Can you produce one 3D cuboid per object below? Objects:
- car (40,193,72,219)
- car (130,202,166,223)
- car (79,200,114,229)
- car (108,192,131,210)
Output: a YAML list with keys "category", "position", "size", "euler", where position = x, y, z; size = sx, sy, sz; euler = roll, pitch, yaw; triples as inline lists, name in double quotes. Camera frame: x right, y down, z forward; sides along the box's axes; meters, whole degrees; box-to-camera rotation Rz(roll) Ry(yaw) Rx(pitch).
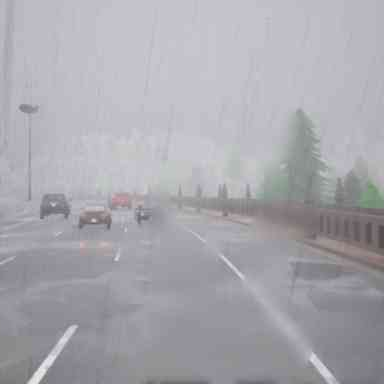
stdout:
- category: "car"
  position: [-11.729, 1.143, 28.769]
  size: [2.150, 2.045, 5.566]
  euler: [0, 0, -18]
- category: "car"
  position: [-3.215, 1.501, 24.391]
  size: [1.895, 1.301, 4.718]
  euler: [0, 0, -14]
- category: "car"
  position: [-6.088, 1.449, 21.191]
  size: [1.812, 1.442, 4.674]
  euler: [0, 0, -13]
- category: "car"
  position: [-9.040, 1.087, 41.328]
  size: [2.150, 2.045, 5.566]
  euler: [0, 0, -23]
